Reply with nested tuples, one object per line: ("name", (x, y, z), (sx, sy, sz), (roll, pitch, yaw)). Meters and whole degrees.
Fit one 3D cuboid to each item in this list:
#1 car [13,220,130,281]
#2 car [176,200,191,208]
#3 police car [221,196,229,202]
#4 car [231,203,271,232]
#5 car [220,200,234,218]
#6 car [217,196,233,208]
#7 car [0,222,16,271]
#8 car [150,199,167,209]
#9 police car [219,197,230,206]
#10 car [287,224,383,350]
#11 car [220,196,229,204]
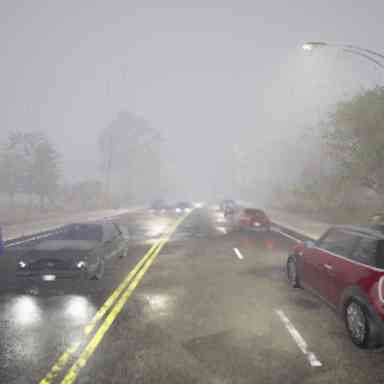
("car", (-3.253, 1.601, 10.313), (2.033, 1.411, 5.357), (0, 0, 1))
("car", (-1.299, 1.843, 52.549), (1.895, 1.301, 4.718), (0, 0, 5))
("police car", (8.717, 1.847, 86.868), (2.038, 1.542, 4.974), (0, 0, 7))
("car", (3.705, 1.637, 20.886), (1.812, 1.442, 4.674), (0, 0, 2))
("car", (4.032, 1.764, 32.490), (1.895, 1.301, 4.718), (0, 0, 3))
("car", (4.630, 1.640, 43.369), (2.033, 1.649, 4.856), (0, 0, 4))
("car", (-6.538, 1.257, 7.402), (2.150, 2.045, 5.566), (0, 0, 1))
("car", (-4.826, 1.704, 48.991), (1.882, 1.535, 5.008), (0, 0, 4))
("police car", (6.337, 1.792, 65.149), (2.038, 1.542, 4.974), (0, 0, 5))
("car", (3.412, 1.390, 6.475), (2.097, 1.767, 4.553), (0, 0, 0))
("car", (7.443, 1.795, 76.017), (1.882, 1.535, 5.008), (0, 0, 6))
